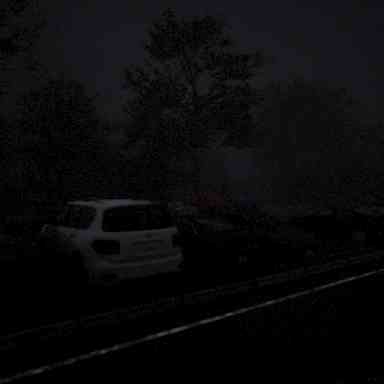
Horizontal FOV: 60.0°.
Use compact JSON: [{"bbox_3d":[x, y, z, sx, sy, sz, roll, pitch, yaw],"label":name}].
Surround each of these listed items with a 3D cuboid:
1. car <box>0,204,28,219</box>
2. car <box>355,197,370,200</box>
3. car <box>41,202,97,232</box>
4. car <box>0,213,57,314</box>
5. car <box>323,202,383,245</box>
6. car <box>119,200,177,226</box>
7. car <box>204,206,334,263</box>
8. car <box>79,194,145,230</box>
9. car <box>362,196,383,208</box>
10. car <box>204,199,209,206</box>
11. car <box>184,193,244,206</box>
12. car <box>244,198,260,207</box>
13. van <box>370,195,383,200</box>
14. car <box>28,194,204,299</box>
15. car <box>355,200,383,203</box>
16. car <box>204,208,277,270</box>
[{"bbox_3d":[-10.091,1.484,19.285,2.163,1.488,4.792,0,0,-36],"label":"car"},{"bbox_3d":[23.891,1.354,43.640,2.231,1.521,4.892,0,0,-36],"label":"car"},{"bbox_3d":[-7.859,1.470,20.953,2.163,1.488,4.792,0,0,-36],"label":"car"},{"bbox_3d":[-4.665,1.466,7.114,2.097,1.535,5.008,0,0,-36],"label":"car"},{"bbox_3d":[6.734,1.407,15.269,2.097,1.535,5.008,0,0,-36],"label":"car"},{"bbox_3d":[-3.310,1.419,24.166,2.097,1.535,5.008,0,0,-36],"label":"car"},{"bbox_3d":[2.187,1.456,11.987,2.163,1.488,4.792,0,0,-36],"label":"car"},{"bbox_3d":[-5.564,1.177,22.525,2.435,2.045,5.566,0,0,-36],"label":"car"},{"bbox_3d":[26.260,1.345,45.100,1.946,1.575,5.366,0,0,-36],"label":"car"},{"bbox_3d":[-1.147,1.450,25.716,2.002,1.452,4.674,0,0,-36],"label":"car"},{"bbox_3d":[1.232,1.152,27.386,2.435,2.045,5.566,0,0,-36],"label":"car"},{"bbox_3d":[3.397,1.147,28.935,2.435,2.045,5.566,0,0,-36],"label":"car"},{"bbox_3d":[13.636,1.165,20.070,1.878,1.987,4.442,0,0,-36],"label":"van"},{"bbox_3d":[-2.406,1.201,8.772,2.435,2.045,5.566,0,0,-36],"label":"car"},{"bbox_3d":[8.900,1.398,17.054,1.946,1.575,5.366,0,0,-36],"label":"car"},{"bbox_3d":[-0.102,1.439,10.379,2.231,1.521,4.892,0,0,-36],"label":"car"}]
